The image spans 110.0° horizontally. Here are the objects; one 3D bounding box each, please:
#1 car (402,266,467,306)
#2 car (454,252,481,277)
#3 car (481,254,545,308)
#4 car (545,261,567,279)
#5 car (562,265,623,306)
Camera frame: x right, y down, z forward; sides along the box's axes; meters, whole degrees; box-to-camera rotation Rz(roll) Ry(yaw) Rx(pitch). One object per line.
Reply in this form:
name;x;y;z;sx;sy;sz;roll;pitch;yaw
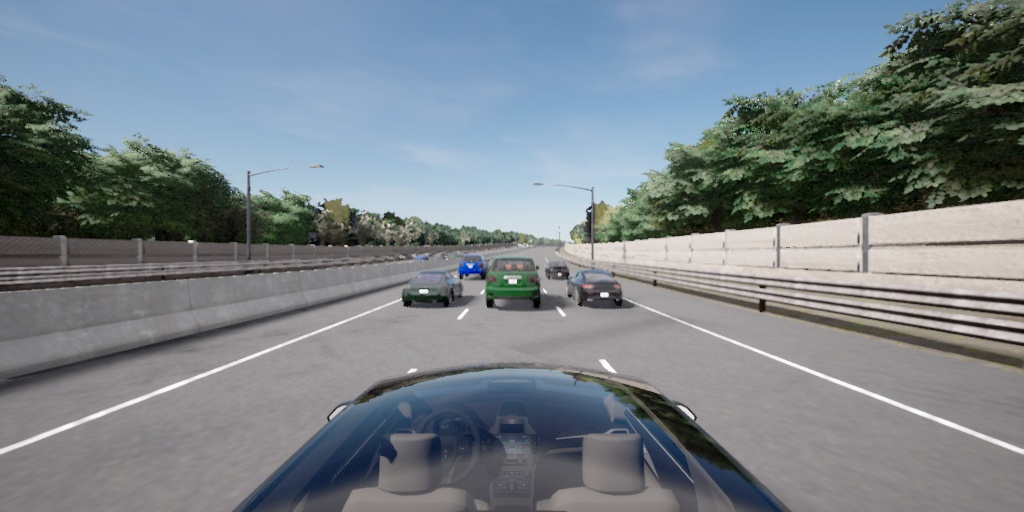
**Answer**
car;-3.424;1.344;16.039;1.994;1.385;4.181;0;0;1
car;-3.180;0.882;30.665;2.150;2.045;5.566;0;1;1
car;0.066;0.998;15.699;2.150;2.045;5.566;0;0;1
car;3.829;1.172;30.788;1.837;1.490;4.892;0;1;2
car;3.574;1.306;16.015;1.812;1.442;4.674;0;0;1
